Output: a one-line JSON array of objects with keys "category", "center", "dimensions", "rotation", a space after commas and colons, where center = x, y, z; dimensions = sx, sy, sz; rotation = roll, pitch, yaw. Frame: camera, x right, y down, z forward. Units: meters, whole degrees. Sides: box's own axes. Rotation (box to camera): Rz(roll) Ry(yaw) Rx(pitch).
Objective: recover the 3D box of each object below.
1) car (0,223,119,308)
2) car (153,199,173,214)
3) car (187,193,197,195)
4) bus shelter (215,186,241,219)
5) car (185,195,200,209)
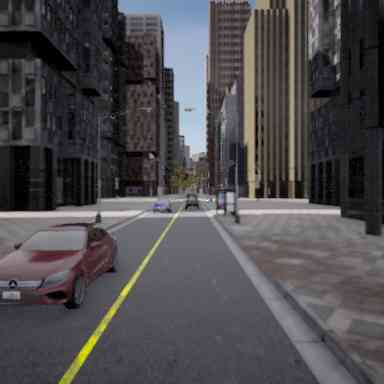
[{"category": "car", "center": [-3.047, 1.525, 8.065], "dimensions": [1.812, 1.442, 4.674], "rotation": [0, 0, 1]}, {"category": "car", "center": [-3.081, 1.513, 35.877], "dimensions": [1.812, 1.442, 4.674], "rotation": [0, 0, 0]}, {"category": "car", "center": [0.029, 1.177, 62.709], "dimensions": [2.150, 2.045, 5.566], "rotation": [0, 0, 1]}, {"category": "bus shelter", "center": [3.142, 0.866, 29.992], "dimensions": [1.920, 2.740, 3.880], "rotation": [0, 0, 0]}, {"category": "car", "center": [0.070, 1.487, 45.589], "dimensions": [1.837, 1.490, 4.892], "rotation": [0, 0, 0]}]
